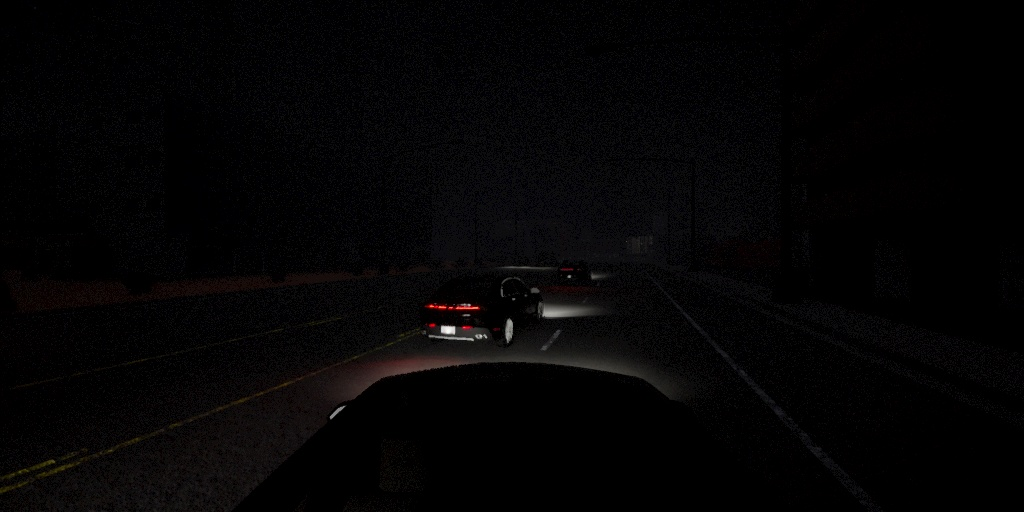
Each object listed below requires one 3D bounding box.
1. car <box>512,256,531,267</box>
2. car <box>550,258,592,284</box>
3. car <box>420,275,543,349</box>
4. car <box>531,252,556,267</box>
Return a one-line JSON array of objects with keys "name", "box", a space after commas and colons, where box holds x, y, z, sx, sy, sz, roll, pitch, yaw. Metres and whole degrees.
[{"name": "car", "box": [1.509, 0.711, 50.710, 1.837, 1.490, 4.892, 0, 0, 18]}, {"name": "car", "box": [4.259, 1.015, 24.303, 2.128, 1.511, 4.902, 0, 1, 18]}, {"name": "car", "box": [-0.507, 1.221, 9.291, 1.837, 1.490, 4.892, 0, -1, 18]}, {"name": "car", "box": [4.703, 0.435, 49.215, 2.150, 2.045, 5.566, 0, 0, 18]}]
